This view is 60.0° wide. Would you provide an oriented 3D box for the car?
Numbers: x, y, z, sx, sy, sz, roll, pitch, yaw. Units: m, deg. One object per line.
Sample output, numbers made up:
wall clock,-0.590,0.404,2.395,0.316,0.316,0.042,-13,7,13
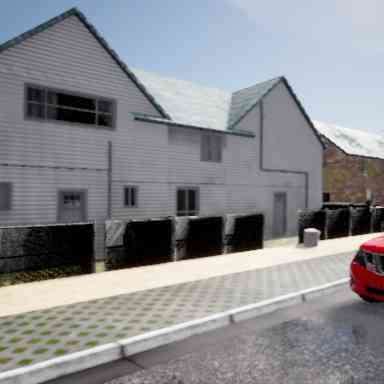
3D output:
car,5.694,1.225,7.134,5.566,2.045,2.150,-1,1,-35
